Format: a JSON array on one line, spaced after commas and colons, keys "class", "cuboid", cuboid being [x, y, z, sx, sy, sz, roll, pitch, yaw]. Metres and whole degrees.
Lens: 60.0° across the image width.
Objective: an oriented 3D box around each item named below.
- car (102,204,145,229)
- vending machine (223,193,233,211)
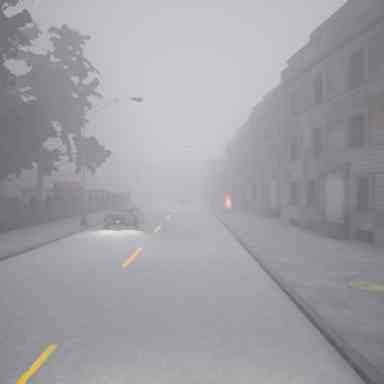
[{"class": "car", "cuboid": [-4.121, 1.459, 20.579, 1.994, 1.385, 4.181, 0, 0, 0]}, {"class": "vending machine", "cuboid": [4.251, 1.216, 39.251, 1.100, 2.100, 0.880, 0, 0, 0]}]
